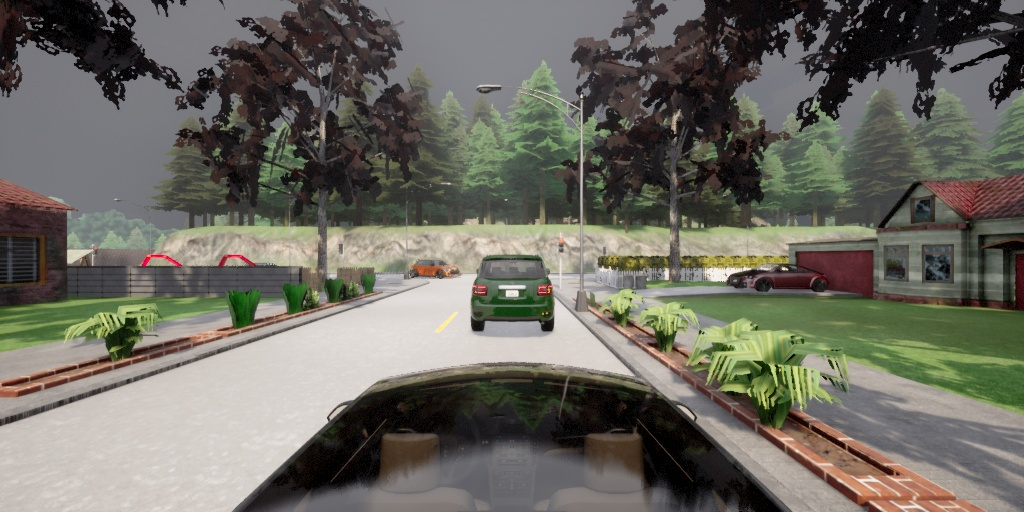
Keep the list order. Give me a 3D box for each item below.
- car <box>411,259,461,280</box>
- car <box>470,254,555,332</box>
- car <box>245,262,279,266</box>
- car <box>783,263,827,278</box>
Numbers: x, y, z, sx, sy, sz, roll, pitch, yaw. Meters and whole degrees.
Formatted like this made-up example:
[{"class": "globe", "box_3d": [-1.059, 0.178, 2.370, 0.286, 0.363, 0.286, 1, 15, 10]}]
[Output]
[{"class": "car", "box_3d": [-6.706, 1.101, 31.646, 4.553, 1.767, 2.097, 0, 0, 30]}, {"class": "car", "box_3d": [0.031, 0.971, 11.067, 2.150, 2.045, 5.566, 0, 0, 1]}, {"class": "car", "box_3d": [-23.019, 1.276, 33.582, 4.674, 1.442, 1.812, 0, 0, 0]}, {"class": "car", "box_3d": [32.331, 0.968, 37.695, 5.566, 2.045, 2.150, 0, 0, 0]}]
